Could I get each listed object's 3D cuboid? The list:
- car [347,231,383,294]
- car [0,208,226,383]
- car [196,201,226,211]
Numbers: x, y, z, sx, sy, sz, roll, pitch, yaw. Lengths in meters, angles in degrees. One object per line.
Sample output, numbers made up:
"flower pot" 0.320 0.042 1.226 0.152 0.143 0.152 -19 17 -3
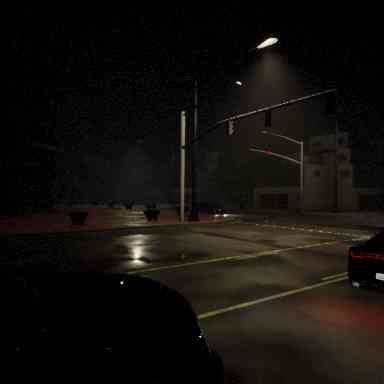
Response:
"car" 5.700 1.498 7.843 5.008 1.535 1.882 0 0 -35
"car" -2.382 1.222 2.045 5.566 2.045 2.150 0 0 -36
"car" 1.756 1.656 36.088 1.994 1.385 4.181 1 -1 -35
